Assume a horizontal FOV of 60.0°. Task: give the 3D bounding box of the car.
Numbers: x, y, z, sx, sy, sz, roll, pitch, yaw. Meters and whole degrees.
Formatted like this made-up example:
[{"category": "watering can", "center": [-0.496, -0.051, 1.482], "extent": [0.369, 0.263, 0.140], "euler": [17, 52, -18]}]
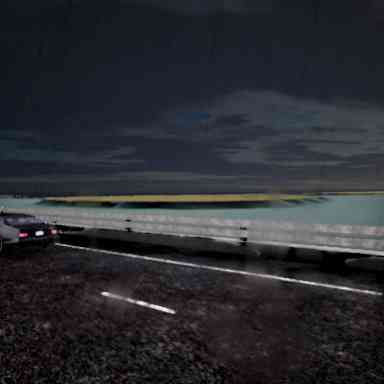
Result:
[{"category": "car", "center": [-7.705, 1.591, 13.840], "extent": [5.357, 1.411, 2.033], "euler": [0, 0, 36]}]
